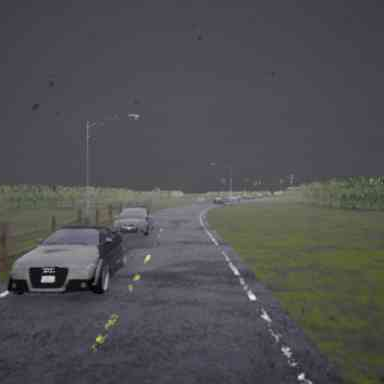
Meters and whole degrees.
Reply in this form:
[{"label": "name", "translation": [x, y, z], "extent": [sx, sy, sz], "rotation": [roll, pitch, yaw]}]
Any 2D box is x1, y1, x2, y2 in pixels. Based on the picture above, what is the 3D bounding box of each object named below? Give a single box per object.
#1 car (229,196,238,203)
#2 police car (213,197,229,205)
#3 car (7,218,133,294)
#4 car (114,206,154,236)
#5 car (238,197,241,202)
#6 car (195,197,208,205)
[{"label": "car", "translation": [8.341, 1.797, 74.776], "extent": [1.837, 1.490, 4.892], "rotation": [0, 0, 19]}, {"label": "police car", "translation": [5.424, 1.700, 65.486], "extent": [1.930, 1.638, 5.238], "rotation": [0, 0, 15]}, {"label": "car", "translation": [-2.972, 1.608, 8.808], "extent": [1.994, 1.385, 4.181], "rotation": [0, 0, -1]}, {"label": "car", "translation": [-3.233, 1.600, 19.092], "extent": [1.837, 1.490, 4.892], "rotation": [0, 0, -2]}, {"label": "car", "translation": [10.415, 1.778, 80.310], "extent": [1.882, 1.535, 5.008], "rotation": [0, 0, 22]}, {"label": "car", "translation": [1.910, 1.786, 66.191], "extent": [1.837, 1.490, 4.892], "rotation": [0, 0, 15]}]
